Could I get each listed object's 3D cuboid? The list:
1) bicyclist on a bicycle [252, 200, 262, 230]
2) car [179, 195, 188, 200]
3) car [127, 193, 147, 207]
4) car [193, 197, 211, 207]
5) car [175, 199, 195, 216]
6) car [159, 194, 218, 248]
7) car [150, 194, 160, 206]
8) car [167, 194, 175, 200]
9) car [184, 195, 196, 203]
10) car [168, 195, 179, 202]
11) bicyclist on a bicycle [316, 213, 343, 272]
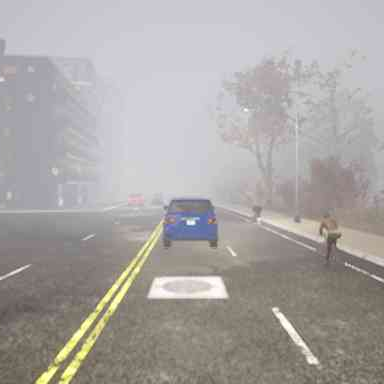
[{"bbox_3d":[3.812,1.348,19.671,0.659,1.776,1.843,0,0,-2],"label":"bicyclist on a bicycle"},{"bbox_3d":[-2.236,1.400,86.000,1.812,1.442,4.674,0,0,-7],"label":"car"},{"bbox_3d":[-8.536,1.169,50.396,2.150,2.045,5.566,0,0,-4],"label":"car"},{"bbox_3d":[1.445,1.486,50.030,2.033,1.411,5.357,0,0,-4],"label":"car"},{"bbox_3d":[-0.780,1.490,33.281,1.812,1.442,4.674,0,0,-3],"label":"car"},{"bbox_3d":[-0.099,1.206,14.778,2.150,2.045,5.566,0,0,-1],"label":"car"},{"bbox_3d":[-5.400,1.506,52.036,1.994,1.385,4.181,0,0,-4],"label":"car"},{"bbox_3d":[-5.473,1.282,85.715,1.837,1.490,4.892,0,0,-7],"label":"car"},{"bbox_3d":[-0.468,1.382,70.630,1.882,1.535,5.008,0,0,-6],"label":"car"},{"bbox_3d":[-4.288,1.422,75.742,2.128,1.511,4.902,0,0,-6],"label":"car"},{"bbox_3d":[4.039,1.441,9.790,0.582,1.620,1.656,0,0,-1],"label":"bicyclist on a bicycle"}]
